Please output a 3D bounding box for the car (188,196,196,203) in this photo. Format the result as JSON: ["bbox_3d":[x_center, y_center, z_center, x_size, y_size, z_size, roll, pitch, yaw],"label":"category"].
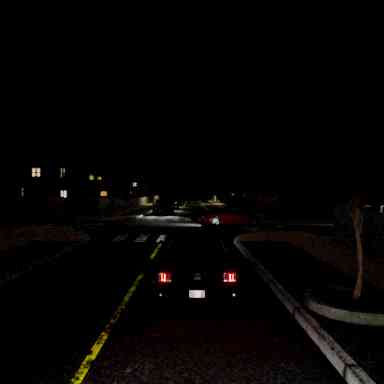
[{"bbox_3d":[-0.005,1.695,75.456,1.837,1.490,4.892,0,0,0],"label":"car"}]

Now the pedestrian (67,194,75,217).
[{"bbox_3d":[-9.631,1.046,26.420,0.375,1.860,0.375,0,-2,0],"label":"pedestrian"}]

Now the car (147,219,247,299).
[{"bbox_3d":[0.098,1.605,8.391,1.895,1.301,4.718,0,0,0],"label":"car"}]

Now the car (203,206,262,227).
[{"bbox_3d":[2.833,1.700,23.499,4.181,1.385,1.994,1,-1,0],"label":"car"}]

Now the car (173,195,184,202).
[{"bbox_3d":[-2.758,1.308,69.979,2.128,1.511,4.902,0,0,0],"label":"car"}]

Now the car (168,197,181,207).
[{"bbox_3d":[-2.846,1.630,54.840,1.812,1.442,4.674,0,0,1],"label":"car"}]

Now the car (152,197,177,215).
[{"bbox_3d":[-2.879,1.547,34.138,1.837,1.490,4.892,0,0,1],"label":"car"}]

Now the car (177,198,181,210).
[{"bbox_3d":[-2.848,1.420,44.234,2.097,1.767,4.553,0,0,0],"label":"car"}]
